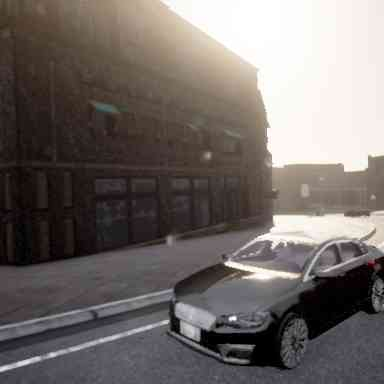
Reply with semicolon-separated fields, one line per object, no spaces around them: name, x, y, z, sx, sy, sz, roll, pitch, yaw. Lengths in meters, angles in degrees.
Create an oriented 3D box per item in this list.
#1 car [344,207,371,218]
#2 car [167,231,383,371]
car;21.588;2.667;43.538;1.895;1.301;4.718;-2;-3;6
car;1.794;1.502;5.854;4.902;1.511;2.128;0;0;-42
